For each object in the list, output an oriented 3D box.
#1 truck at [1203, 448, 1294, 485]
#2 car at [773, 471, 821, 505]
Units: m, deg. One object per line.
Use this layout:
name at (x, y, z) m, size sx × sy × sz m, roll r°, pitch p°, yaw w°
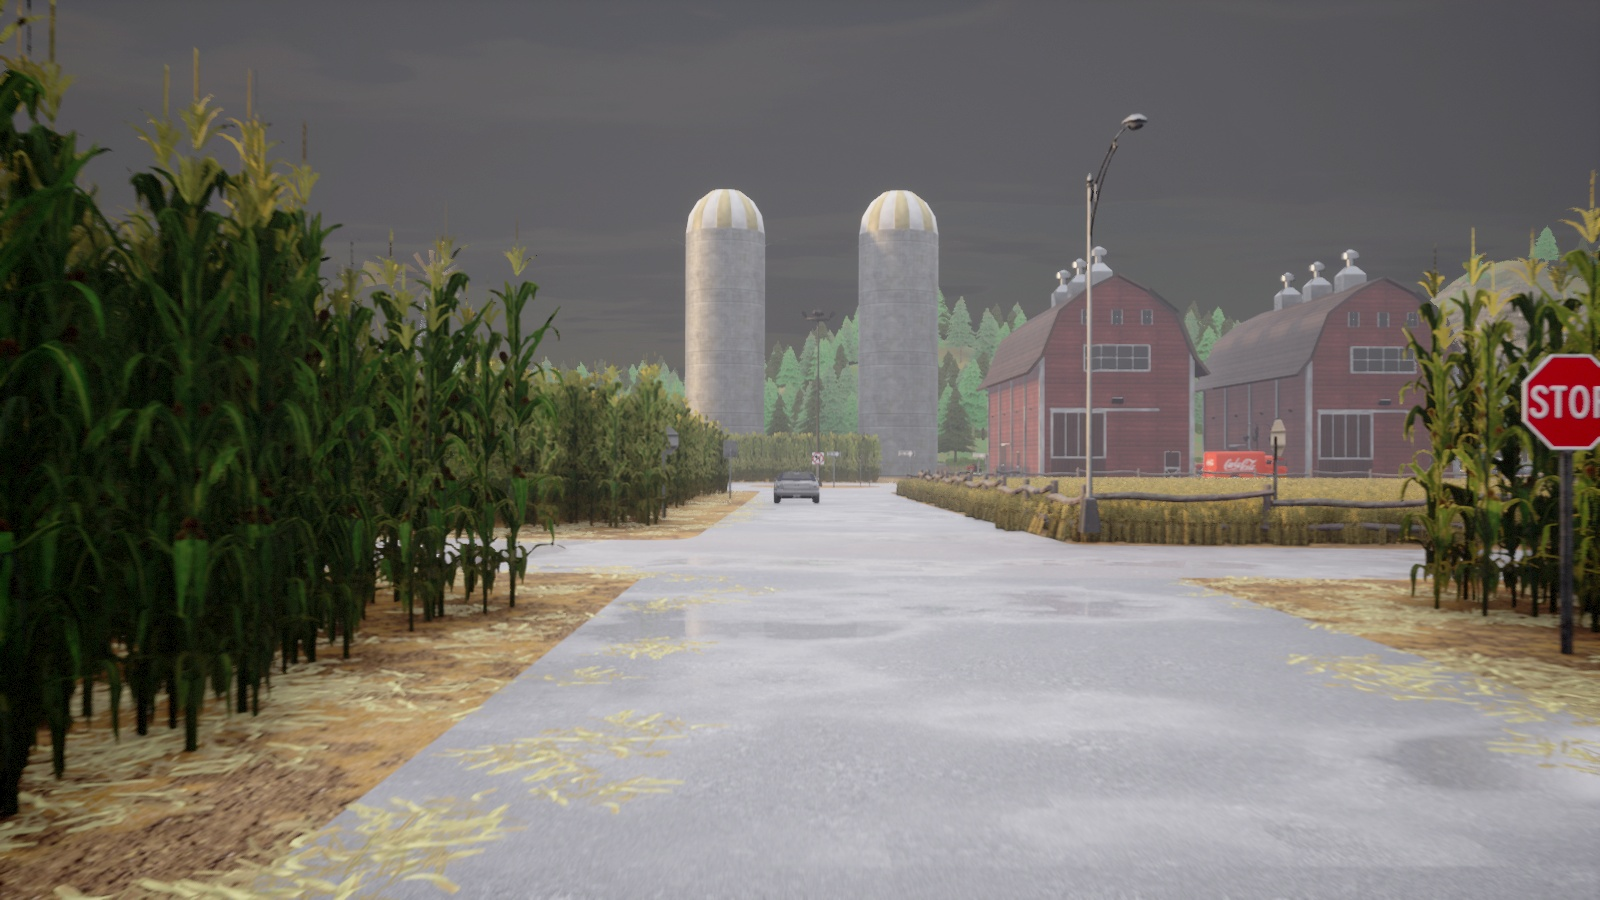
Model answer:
truck at (30.289, 1.125, 84.913) m, size 5.204 × 2.467 × 2.627 m, roll 0°, pitch 0°, yaw -4°
car at (-0.126, 1.544, 51.788) m, size 1.895 × 1.301 × 4.718 m, roll 0°, pitch -1°, yaw 0°
